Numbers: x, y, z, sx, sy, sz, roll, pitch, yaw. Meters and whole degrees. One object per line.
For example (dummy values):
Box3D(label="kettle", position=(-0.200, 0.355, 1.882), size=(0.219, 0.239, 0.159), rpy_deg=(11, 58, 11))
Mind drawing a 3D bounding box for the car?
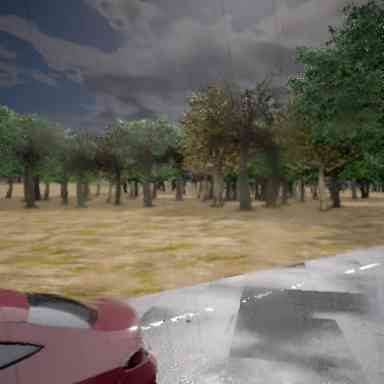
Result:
Box3D(label="car", position=(-2.467, 1.532, 2.232), size=(4.674, 1.442, 1.812), rpy_deg=(-1, 0, -36))
